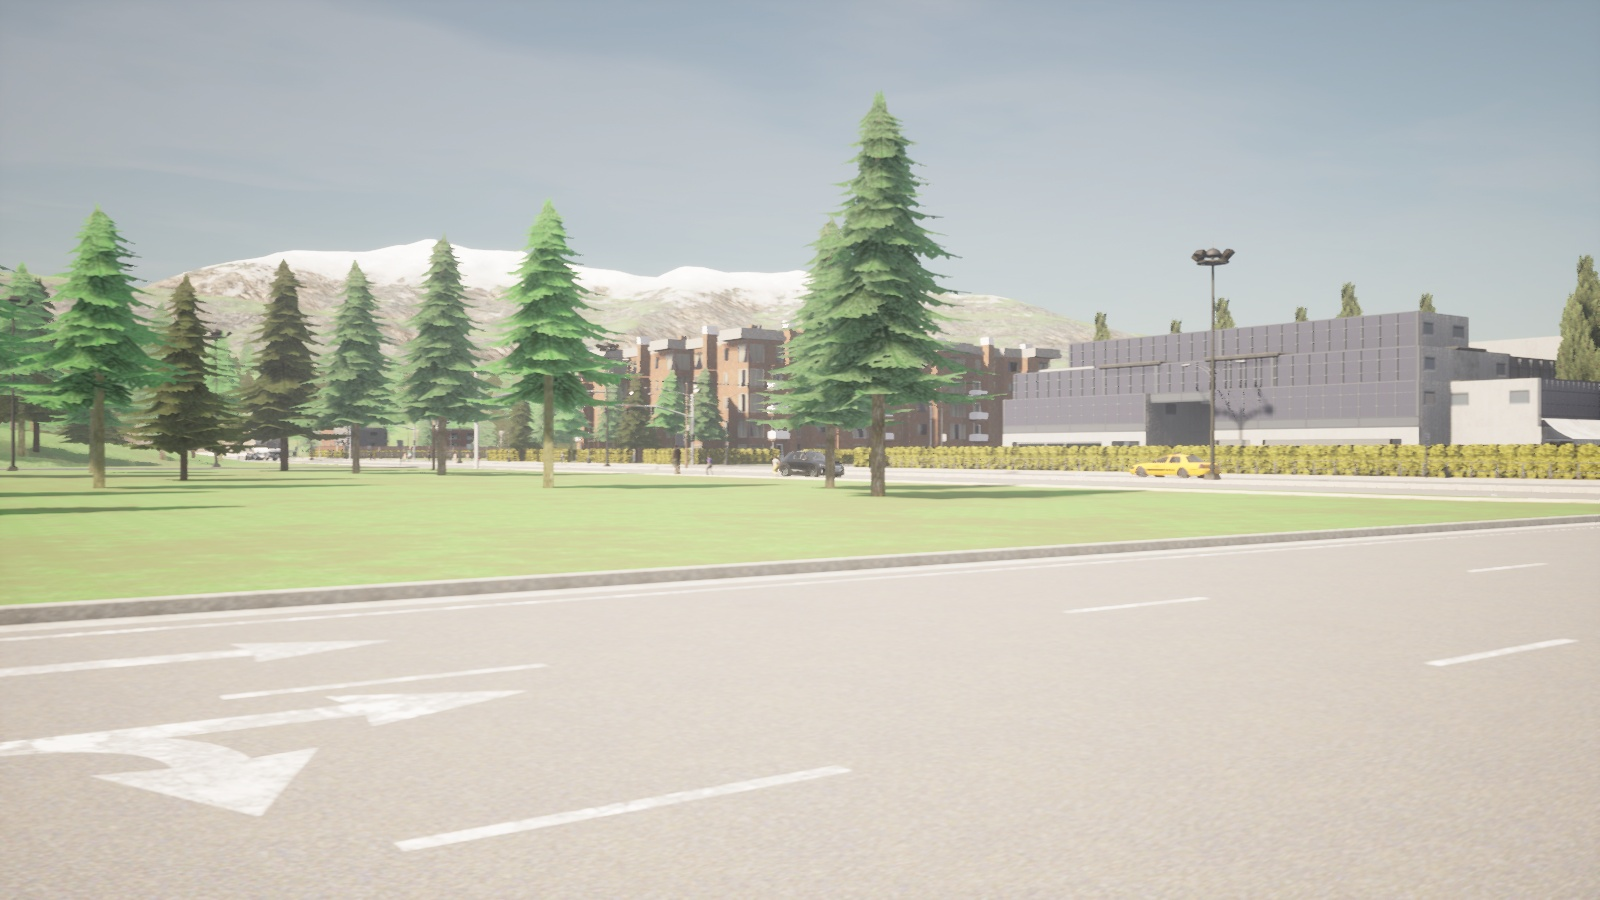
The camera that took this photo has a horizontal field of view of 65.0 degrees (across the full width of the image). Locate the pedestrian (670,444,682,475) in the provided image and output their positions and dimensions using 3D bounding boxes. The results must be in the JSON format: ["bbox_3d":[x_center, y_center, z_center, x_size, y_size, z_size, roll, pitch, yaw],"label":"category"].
[{"bbox_3d":[-7.487,0.585,75.624,0.431,1.840,0.703,0,0,-36],"label":"pedestrian"}]

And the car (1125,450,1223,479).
[{"bbox_3d":[21.217,0.814,71.378,1.801,1.575,5.366,0,0,-35],"label":"car"}]

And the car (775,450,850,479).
[{"bbox_3d":[0.701,0.856,74.450,2.033,1.649,4.856,0,0,-35],"label":"car"}]
